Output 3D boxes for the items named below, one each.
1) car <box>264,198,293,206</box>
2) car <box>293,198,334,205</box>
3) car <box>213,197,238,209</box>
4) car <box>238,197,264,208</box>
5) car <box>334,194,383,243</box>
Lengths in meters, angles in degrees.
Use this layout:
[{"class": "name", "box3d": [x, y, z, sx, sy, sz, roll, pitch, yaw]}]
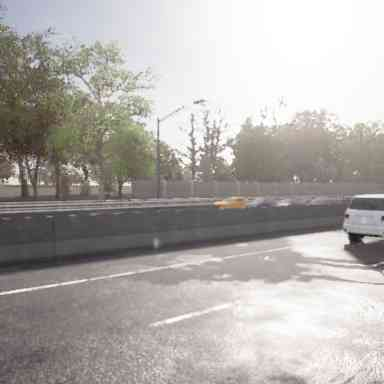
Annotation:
[{"class": "car", "box3d": [9.487, 1.354, 32.247, 4.674, 1.442, 1.812, 0, 0, -35]}, {"class": "car", "box3d": [11.543, 1.305, 29.415, 5.008, 1.535, 1.882, 0, 0, -35]}, {"class": "car", "box3d": [4.607, 1.313, 36.986, 5.008, 1.535, 1.882, 0, 0, -37]}, {"class": "car", "box3d": [7.447, 1.354, 35.092, 4.674, 1.442, 1.812, 0, 0, -35]}, {"class": "car", "box3d": [8.773, 1.119, 14.302, 5.566, 2.045, 2.150, 0, 0, -35]}]
